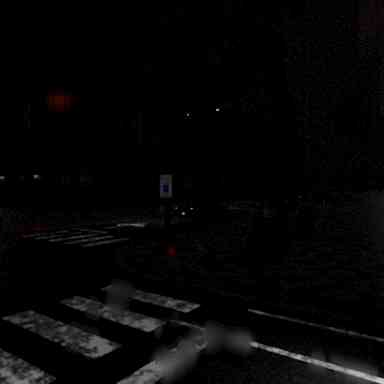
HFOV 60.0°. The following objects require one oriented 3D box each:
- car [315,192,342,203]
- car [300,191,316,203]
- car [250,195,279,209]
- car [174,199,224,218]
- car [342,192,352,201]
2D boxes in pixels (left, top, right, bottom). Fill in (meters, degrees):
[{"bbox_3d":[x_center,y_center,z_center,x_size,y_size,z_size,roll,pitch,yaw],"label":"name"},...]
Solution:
[{"bbox_3d":[19.549,0.810,47.447,1.837,1.490,4.892,0,1,36],"label":"car"},{"bbox_3d":[17.899,0.667,50.464,1.882,1.535,5.008,0,1,36],"label":"car"},{"bbox_3d":[8.150,1.017,36.993,1.812,1.442,4.674,0,1,36],"label":"car"},{"bbox_3d":[0.626,1.265,26.471,1.895,1.301,4.718,0,1,35],"label":"car"},{"bbox_3d":[25.433,0.649,55.674,1.882,1.535,5.008,0,1,36],"label":"car"}]
